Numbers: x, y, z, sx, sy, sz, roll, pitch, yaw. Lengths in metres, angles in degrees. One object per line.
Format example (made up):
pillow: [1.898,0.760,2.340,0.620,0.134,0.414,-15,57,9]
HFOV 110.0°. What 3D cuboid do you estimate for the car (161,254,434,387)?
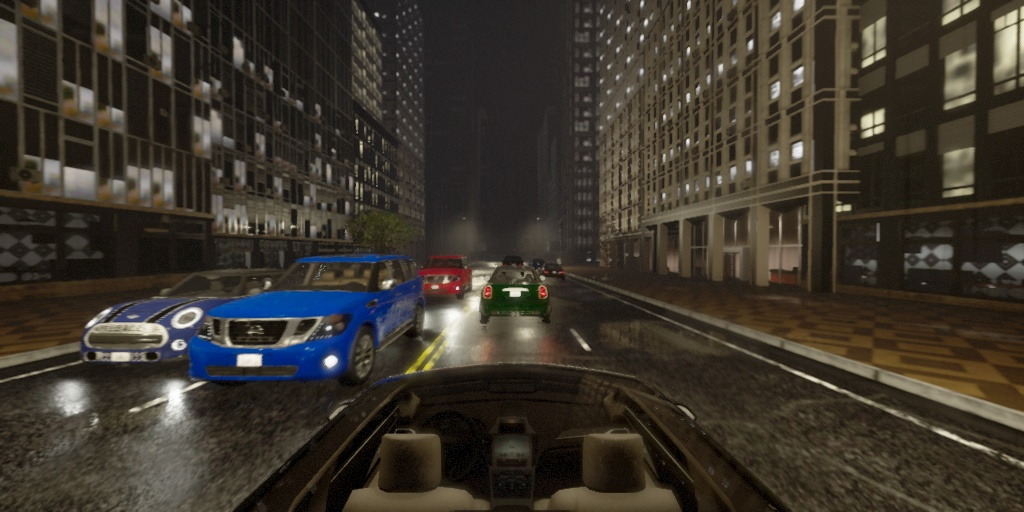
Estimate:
car: [-3.327,0.969,7.306,2.150,2.045,5.566,0,0,0]

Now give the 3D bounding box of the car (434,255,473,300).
car: [-3.258,0.962,18.005,2.150,2.045,5.566,0,0,0]

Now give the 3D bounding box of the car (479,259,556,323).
car: [0.096,1.096,12.285,2.097,1.767,4.553,0,0,0]

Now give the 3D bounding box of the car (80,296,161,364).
car: [-6.565,1.099,8.270,2.097,1.767,4.553,0,0,0]

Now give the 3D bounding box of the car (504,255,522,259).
car: [0.087,0.948,35.425,2.150,2.045,5.566,0,0,0]

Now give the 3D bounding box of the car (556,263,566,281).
car: [3.248,1.279,29.596,2.033,1.411,5.357,0,0,1]
